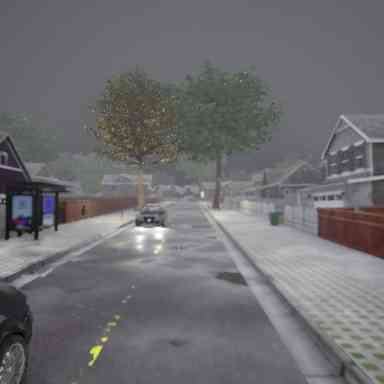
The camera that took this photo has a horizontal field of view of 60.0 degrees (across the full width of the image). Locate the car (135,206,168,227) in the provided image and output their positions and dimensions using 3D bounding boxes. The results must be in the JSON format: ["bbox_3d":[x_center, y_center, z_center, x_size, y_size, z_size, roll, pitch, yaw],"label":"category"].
[{"bbox_3d":[-2.776,1.664,23.674,1.994,1.385,4.181,0,0,1],"label":"car"}]

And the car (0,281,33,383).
[{"bbox_3d":[-2.837,1.531,2.301,1.812,1.442,4.674,0,0,0],"label":"car"}]
